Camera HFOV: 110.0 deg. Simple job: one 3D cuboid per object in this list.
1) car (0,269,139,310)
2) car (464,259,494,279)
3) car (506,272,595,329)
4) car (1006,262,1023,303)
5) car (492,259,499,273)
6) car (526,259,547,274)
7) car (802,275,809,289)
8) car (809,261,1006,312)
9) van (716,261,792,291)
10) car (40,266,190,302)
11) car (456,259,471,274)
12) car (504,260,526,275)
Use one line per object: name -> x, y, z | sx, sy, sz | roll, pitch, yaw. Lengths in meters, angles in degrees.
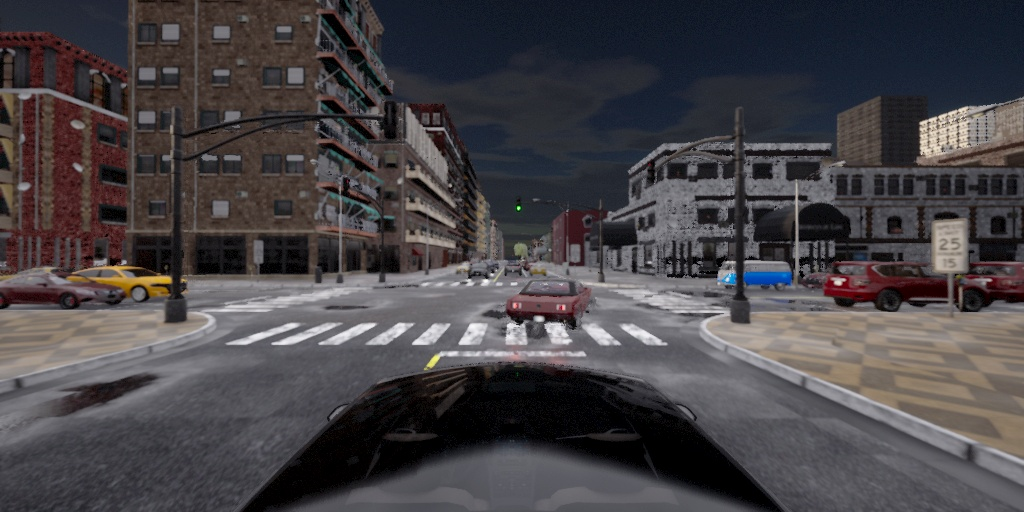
car -> -17.457, 1.305, 13.752 | 4.207, 1.307, 1.802 | 0, 0, 0
car -> -3.067, 1.348, 34.223 | 1.837, 1.490, 4.892 | 0, 0, 0
car -> 1.457, 1.366, 11.524 | 1.895, 1.301, 4.718 | 0, 0, 19
car -> 20.454, 1.147, 13.809 | 5.009, 1.841, 2.192 | 0, 0, 0
car -> -3.044, 1.425, 44.785 | 2.033, 1.411, 5.357 | 0, 0, 0
car -> 2.722, 1.380, 37.883 | 1.751, 1.417, 4.829 | 0, 0, 0
car -> 20.438, 1.330, 22.189 | 4.097, 1.591, 1.967 | 0, 0, 0
car -> 14.930, 1.129, 13.801 | 5.009, 1.841, 2.192 | 0, 0, 0
van -> 14.915, 1.213, 22.181 | 3.998, 1.789, 1.690 | 0, 0, 0
car -> -17.667, 1.218, 16.344 | 5.008, 1.535, 1.882 | 0, 0, 0
car -> -5.654, 1.399, 43.089 | 1.751, 1.417, 4.829 | 0, 0, 0
car -> 0.134, 1.354, 40.151 | 2.128, 1.511, 4.902 | 0, 0, 0
